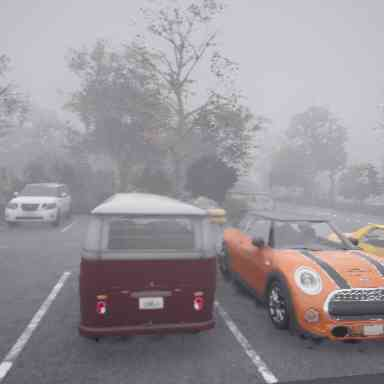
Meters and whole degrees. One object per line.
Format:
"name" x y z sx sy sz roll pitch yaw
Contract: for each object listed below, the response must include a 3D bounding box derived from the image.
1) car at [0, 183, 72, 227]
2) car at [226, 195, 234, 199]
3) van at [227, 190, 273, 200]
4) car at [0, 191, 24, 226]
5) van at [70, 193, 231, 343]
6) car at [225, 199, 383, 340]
"car" -7.672 0.573 17.297 2.435 2.045 5.566 1 1 -11
"car" 0.507 1.021 19.093 1.946 1.575 5.366 2 1 -11
"van" 3.314 0.890 19.319 1.878 1.987 4.442 2 1 -11
"car" -10.422 0.775 16.787 2.231 1.521 4.892 1 1 -11
"van" -0.907 1.055 6.257 1.878 1.987 4.442 1 1 -11
"car" 2.087 1.235 6.749 2.185 1.767 4.553 2 1 -11
